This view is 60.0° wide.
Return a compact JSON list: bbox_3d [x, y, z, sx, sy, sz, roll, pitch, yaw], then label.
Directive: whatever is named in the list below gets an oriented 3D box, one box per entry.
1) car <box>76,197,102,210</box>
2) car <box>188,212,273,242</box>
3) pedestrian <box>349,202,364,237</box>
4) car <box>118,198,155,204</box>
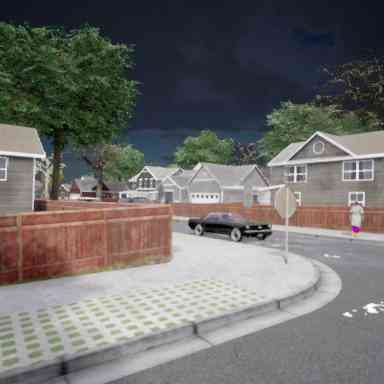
[{"bbox_3d":[-10.375,1.575,34.131,2.150,2.045,5.566,2,-2,-37],"label":"car"},{"bbox_3d":[1.863,1.715,17.101,1.895,1.301,4.718,2,-2,-35],"label":"car"},{"bbox_3d":[8.669,1.408,17.618,0.375,1.860,0.375,1,-1,-35],"label":"pedestrian"},{"bbox_3d":[-4.042,1.461,25.498,2.150,2.045,5.566,2,-2,-36],"label":"car"}]
